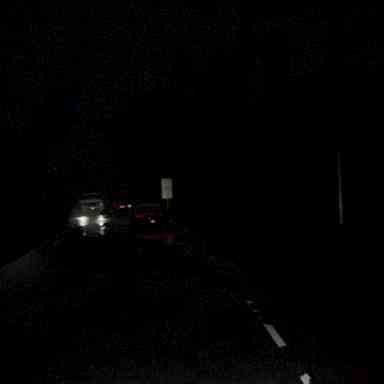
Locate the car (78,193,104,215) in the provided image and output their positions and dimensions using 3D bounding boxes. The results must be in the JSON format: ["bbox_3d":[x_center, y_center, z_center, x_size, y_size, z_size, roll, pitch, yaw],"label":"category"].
[{"bbox_3d":[-9.939,1.105,32.699,2.150,2.045,5.566,-2,1,-20],"label":"car"}]

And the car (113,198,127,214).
[{"bbox_3d":[-6.470,1.303,32.313,2.033,1.411,5.357,-2,1,-20],"label":"car"}]

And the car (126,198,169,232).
[{"bbox_3d":[-2.525,1.286,18.986,1.882,1.535,5.008,-3,1,-13],"label":"car"}]
